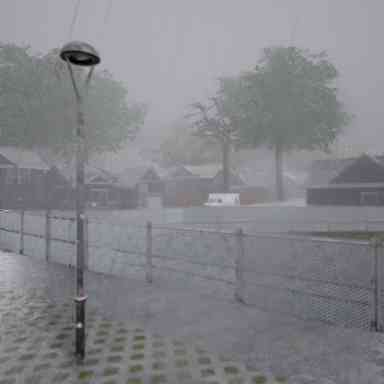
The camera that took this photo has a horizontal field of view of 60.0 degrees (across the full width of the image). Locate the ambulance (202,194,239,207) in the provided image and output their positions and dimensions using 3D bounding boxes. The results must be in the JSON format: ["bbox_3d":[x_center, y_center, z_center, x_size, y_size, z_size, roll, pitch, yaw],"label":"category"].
[{"bbox_3d":[3.634,1.442,42.334,2.351,2.431,6.366,-1,0,36],"label":"ambulance"}]
